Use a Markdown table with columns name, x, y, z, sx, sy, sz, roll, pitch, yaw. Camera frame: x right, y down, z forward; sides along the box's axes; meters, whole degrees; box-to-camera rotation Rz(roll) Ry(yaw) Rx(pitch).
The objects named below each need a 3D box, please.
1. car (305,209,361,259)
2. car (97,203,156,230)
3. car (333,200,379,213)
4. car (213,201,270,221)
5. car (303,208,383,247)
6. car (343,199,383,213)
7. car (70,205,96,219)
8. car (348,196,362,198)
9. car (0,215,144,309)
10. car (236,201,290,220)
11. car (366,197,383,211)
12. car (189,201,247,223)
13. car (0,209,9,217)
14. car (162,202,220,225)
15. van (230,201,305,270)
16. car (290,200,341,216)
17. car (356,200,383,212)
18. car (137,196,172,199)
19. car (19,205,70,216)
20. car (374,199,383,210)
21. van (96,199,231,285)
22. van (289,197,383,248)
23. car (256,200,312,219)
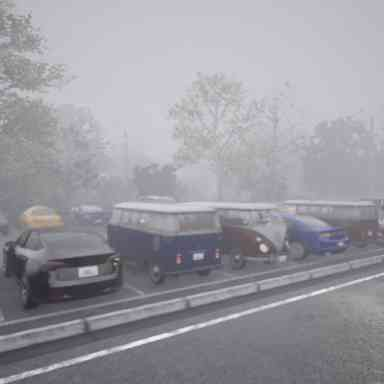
| name | x | y | z | sx | sy | sz | roll | pitch | yaw |
| --- | --- | --- | --- | --- | --- | --- | --- | --- | --- |
| car | 3.533 | 1.583 | 13.101 | 2.097 | 1.535 | 5.008 | 0 | 0 | -36 |
| car | -4.692 | 1.582 | 23.298 | 2.231 | 1.521 | 4.892 | 0 | 0 | -36 |
| car | 20.139 | 1.763 | 41.059 | 2.002 | 1.452 | 4.674 | 0 | 0 | -36 |
| car | 4.332 | 1.633 | 29.766 | 2.231 | 1.521 | 4.892 | 0 | 0 | -36 |
| car | 8.089 | 1.650 | 16.368 | 2.002 | 1.452 | 4.674 | 0 | 0 | -36 |
| car | 22.399 | 1.736 | 42.673 | 2.097 | 1.535 | 5.008 | 0 | 0 | -36 |
| car | -6.952 | 1.565 | 21.683 | 2.097 | 1.535 | 5.008 | 0 | 0 | -36 |
| car | 12.669 | 1.384 | 19.605 | 2.435 | 2.045 | 5.566 | 0 | 0 | -36 |
| car | -3.329 | 1.563 | 8.235 | 2.163 | 1.488 | 4.792 | 0 | 0 | -36 |
| car | 6.575 | 1.675 | 31.399 | 2.163 | 1.488 | 4.792 | 0 | 0 | -36 |
| car | 26.894 | 1.638 | 45.932 | 2.185 | 1.767 | 4.553 | 0 | 0 | -36 |
| car | 2.074 | 1.619 | 28.151 | 2.097 | 1.535 | 5.008 | 0 | 0 | -36 |
| car | -11.451 | 1.559 | 18.435 | 2.163 | 1.488 | 4.792 | 1 | 0 | -36 |
| car | -0.184 | 1.606 | 26.536 | 2.097 | 1.535 | 5.008 | 0 | 0 | -36 |
| van | 1.316 | 1.343 | 11.378 | 1.878 | 1.987 | 4.442 | 0 | 0 | -36 |
| car | 13.383 | 1.713 | 36.195 | 2.163 | 1.488 | 4.792 | 0 | 0 | -36 |
| car | 24.655 | 1.790 | 44.290 | 2.002 | 1.452 | 4.674 | 0 | 0 | -36 |
| car | -2.421 | 1.342 | 24.894 | 2.435 | 2.045 | 5.566 | 0 | 0 | -36 |
| car | -9.321 | 1.544 | 20.222 | 1.946 | 1.575 | 5.366 | 0 | 0 | -36 |
| car | 29.166 | 1.778 | 47.526 | 2.097 | 1.535 | 5.008 | 0 | 0 | -36 |
| van | -1.099 | 1.325 | 9.938 | 1.878 | 1.987 | 4.442 | 0 | 0 | -36 |
| van | 5.743 | 1.371 | 14.831 | 1.878 | 1.987 | 4.442 | 0 | 0 | -36 |
| car | 8.958 | 1.655 | 32.838 | 1.946 | 1.575 | 5.366 | 0 | 0 | -36 |
